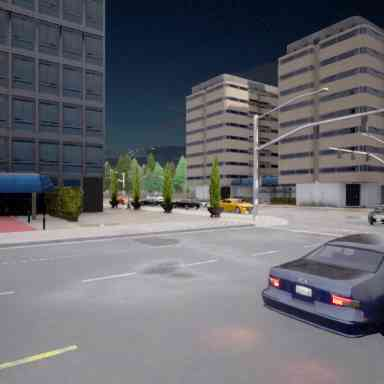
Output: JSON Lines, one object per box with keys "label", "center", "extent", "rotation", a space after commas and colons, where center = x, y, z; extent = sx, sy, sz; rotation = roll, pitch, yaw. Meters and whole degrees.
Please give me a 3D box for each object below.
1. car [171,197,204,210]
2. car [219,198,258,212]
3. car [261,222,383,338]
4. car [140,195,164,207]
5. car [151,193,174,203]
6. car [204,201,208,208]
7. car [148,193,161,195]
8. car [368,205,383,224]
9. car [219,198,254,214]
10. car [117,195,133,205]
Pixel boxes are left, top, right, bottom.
{"label": "car", "center": [-0.865, 1.601, 43.641], "extent": [1.895, 1.301, 4.718], "rotation": [0, 0, -35]}
{"label": "car", "center": [5.594, 1.505, 40.521], "extent": [1.837, 1.490, 4.892], "rotation": [0, 0, -35]}
{"label": "car", "center": [3.750, 1.547, 6.496], "extent": [5.357, 1.411, 2.033], "rotation": [0, 0, -35]}
{"label": "car", "center": [-6.138, 1.601, 51.174], "extent": [1.895, 1.301, 4.718], "rotation": [0, 0, -35]}
{"label": "car", "center": [-6.254, 1.222, 69.912], "extent": [2.150, 2.045, 5.566], "rotation": [0, 0, -35]}
{"label": "car", "center": [0.282, 1.491, 48.105], "extent": [2.128, 1.511, 4.902], "rotation": [0, 0, -35]}
{"label": "car", "center": [-5.783, 1.221, 56.788], "extent": [2.150, 2.045, 5.566], "rotation": [0, 0, -34]}
{"label": "car", "center": [13.802, 1.491, 22.485], "extent": [4.902, 1.511, 2.128], "rotation": [0, 0, -36]}
{"label": "car", "center": [4.495, 1.478, 35.987], "extent": [1.882, 1.535, 5.008], "rotation": [0, 0, -35]}
{"label": "car", "center": [-11.976, 1.352, 59.577], "extent": [2.097, 1.767, 4.553], "rotation": [0, 0, -35]}
